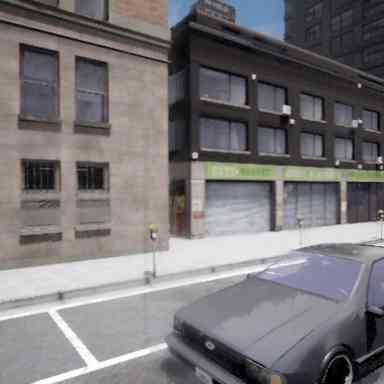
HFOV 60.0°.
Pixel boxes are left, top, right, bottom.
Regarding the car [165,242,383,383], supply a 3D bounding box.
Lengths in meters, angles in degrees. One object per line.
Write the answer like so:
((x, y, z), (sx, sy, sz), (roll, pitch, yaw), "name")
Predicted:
((2.295, 1.537, 5.004), (5.357, 1.411, 2.033), (0, 0, -35), "car")
